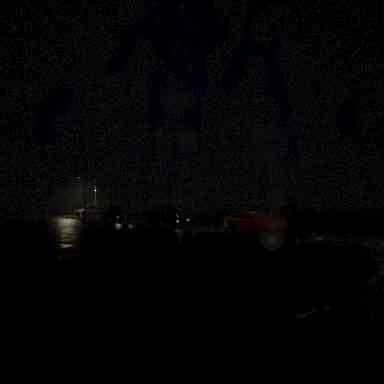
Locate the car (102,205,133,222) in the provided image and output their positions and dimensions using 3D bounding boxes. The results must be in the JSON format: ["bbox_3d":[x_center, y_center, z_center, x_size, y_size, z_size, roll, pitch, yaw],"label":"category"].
[{"bbox_3d":[-9.369,2.645,41.418,2.150,2.045,5.566,1,-3,-35],"label":"car"}]

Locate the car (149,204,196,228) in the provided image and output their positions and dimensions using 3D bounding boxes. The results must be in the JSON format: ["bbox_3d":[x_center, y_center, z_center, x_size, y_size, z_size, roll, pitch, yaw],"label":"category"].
[{"bbox_3d":[-1.957,2.170,30.982,2.150,2.045,5.566,1,-3,-36],"label":"car"}]

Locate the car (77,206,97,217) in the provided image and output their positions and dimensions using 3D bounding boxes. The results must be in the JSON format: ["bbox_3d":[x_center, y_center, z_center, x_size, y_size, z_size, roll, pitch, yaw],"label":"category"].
[{"bbox_3d":[-18.889,3.464,59.852,2.150,2.045,5.566,1,-3,-36],"label":"car"}]

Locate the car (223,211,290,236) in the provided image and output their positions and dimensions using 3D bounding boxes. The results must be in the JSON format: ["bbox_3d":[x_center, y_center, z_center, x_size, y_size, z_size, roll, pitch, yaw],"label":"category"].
[{"bbox_3d":[4.194,2.039,22.300,1.882,1.535,5.008,1,-3,-35],"label":"car"}]
